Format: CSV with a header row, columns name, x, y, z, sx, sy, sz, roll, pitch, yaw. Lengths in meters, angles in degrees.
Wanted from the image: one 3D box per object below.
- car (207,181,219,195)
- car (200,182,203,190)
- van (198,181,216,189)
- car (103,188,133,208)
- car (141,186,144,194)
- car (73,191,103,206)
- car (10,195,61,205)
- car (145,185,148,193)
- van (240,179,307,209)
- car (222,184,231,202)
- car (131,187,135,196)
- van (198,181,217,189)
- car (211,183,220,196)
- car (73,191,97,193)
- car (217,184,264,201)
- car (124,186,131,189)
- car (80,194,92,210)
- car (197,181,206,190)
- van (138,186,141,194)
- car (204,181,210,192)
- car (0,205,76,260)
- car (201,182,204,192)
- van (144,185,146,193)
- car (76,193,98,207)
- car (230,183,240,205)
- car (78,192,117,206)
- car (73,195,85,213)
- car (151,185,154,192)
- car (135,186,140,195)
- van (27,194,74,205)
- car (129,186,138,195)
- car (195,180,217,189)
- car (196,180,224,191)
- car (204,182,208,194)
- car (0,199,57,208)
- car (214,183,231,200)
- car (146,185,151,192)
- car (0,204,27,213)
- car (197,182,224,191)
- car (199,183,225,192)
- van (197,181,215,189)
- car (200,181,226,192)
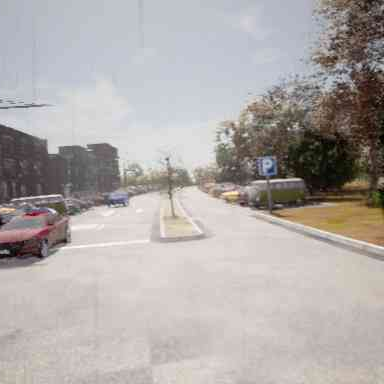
name,x,y,z,sx,sy,sz,roll,pitch,yaw
car,4.837,-0.302,41.842,4.553,1.767,2.185,-4,2,-23
car,4.323,-0.504,53.669,4.792,1.488,2.163,-4,2,-21
van,3.947,-1.920,89.258,4.442,1.987,1.878,-4,2,-20
car,-8.423,0.763,38.096,1.882,1.535,5.008,-4,2,-3
car,-14.124,0.140,75.239,4.792,1.488,2.163,-6,2,-20
car,-13.385,1.184,42.069,4.674,1.452,2.002,-6,2,-23
car,-12.172,1.522,23.982,4.553,1.767,2.185,-6,2,-25
car,-14.092,-0.092,81.268,5.008,1.535,2.097,-6,2,-20
van,6.071,0.098,24.086,4.442,1.987,1.878,-4,2,-25
car,5.850,0.141,30.120,5.366,1.575,1.946,-4,2,-24
car,-14.035,0.501,63.200,4.892,1.521,2.231,-6,2,-21
van,3.943,-1.820,86.281,4.442,1.987,1.878,-4,2,-20
car,5.049,-0.053,38.903,4.674,1.452,2.002,-4,2,-23
car,-13.537,0.804,45.096,5.566,2.045,2.435,-6,2,-23
car,5.244,0.032,35.949,4.674,1.452,2.002,-4,2,-24
car,-13.991,0.470,60.178,4.553,1.767,2.185,-6,2,-21
car,-12.834,1.440,33.028,4.674,1.452,2.002,-6,2,-24
car,4.128,-0.816,62.567,5.008,1.535,2.097,-4,2,-21
van,-14.011,-0.028,72.276,4.442,1.987,1.878,-6,2,-20
car,4.599,-0.482,47.772,4.553,1.767,2.185,-4,2,-22
car,-6.248,1.590,13.068,1.882,1.535,5.008,-4,2,-6
car,4.447,-0.444,50.727,5.008,1.535,2.097,-4,2,-22
van,-14.008,-0.228,78.298,4.442,1.987,1.878,-6,2,-20
car,-13.042,1.356,36.044,4.674,1.452,2.002,-6,2,-24
car,5.887,0.114,27.077,4.553,1.767,2.185,-4,2,-24
car,-13.675,0.968,48.107,5.008,1.535,2.097,-6,2,-22
car,-12.631,1.485,30.017,4.892,1.521,2.231,-6,2,-24
car,-14.114,-0.639,90.255,5.566,2.045,2.435,-6,2,-20
car,-14.264,0.321,69.159,5.366,1.575,1.946,-6,2,-20
van,-12.303,1.328,27.050,4.442,1.987,1.878,-6,2,-25
car,-14.086,0.405,66.217,5.008,1.535,2.097,-6,2,-20
car,4.089,-2.154,95.261,5.566,2.045,2.435,-4,2,-20
car,4.061,-1.459,74.439,5.566,2.045,2.435,-4,2,-20
car,4.886,-0.282,44.886,5.366,1.575,1.946,-4,2,-22
car,-11.693,1.702,21.071,5.366,1.575,1.946,-6,2,-25
car,5.288,0.084,32.915,5.366,1.575,1.946,-4,2,-24
car,-14.128,-0.439,84.250,5.566,2.045,2.435,-6,2,-20
car,-11.751,1.848,18.014,4.792,1.488,2.163,-6,2,-26
car,3.885,-1.098,71.396,5.366,1.575,1.946,-4,2,-20
car,4.066,-1.008,68.497,4.892,1.521,2.231,-4,2,-20
van,3.949,-2.019,92.233,4.442,1.987,1.878,-4,2,-20
car,4.061,-1.036,65.517,4.553,1.767,2.185,-4,2,-20
